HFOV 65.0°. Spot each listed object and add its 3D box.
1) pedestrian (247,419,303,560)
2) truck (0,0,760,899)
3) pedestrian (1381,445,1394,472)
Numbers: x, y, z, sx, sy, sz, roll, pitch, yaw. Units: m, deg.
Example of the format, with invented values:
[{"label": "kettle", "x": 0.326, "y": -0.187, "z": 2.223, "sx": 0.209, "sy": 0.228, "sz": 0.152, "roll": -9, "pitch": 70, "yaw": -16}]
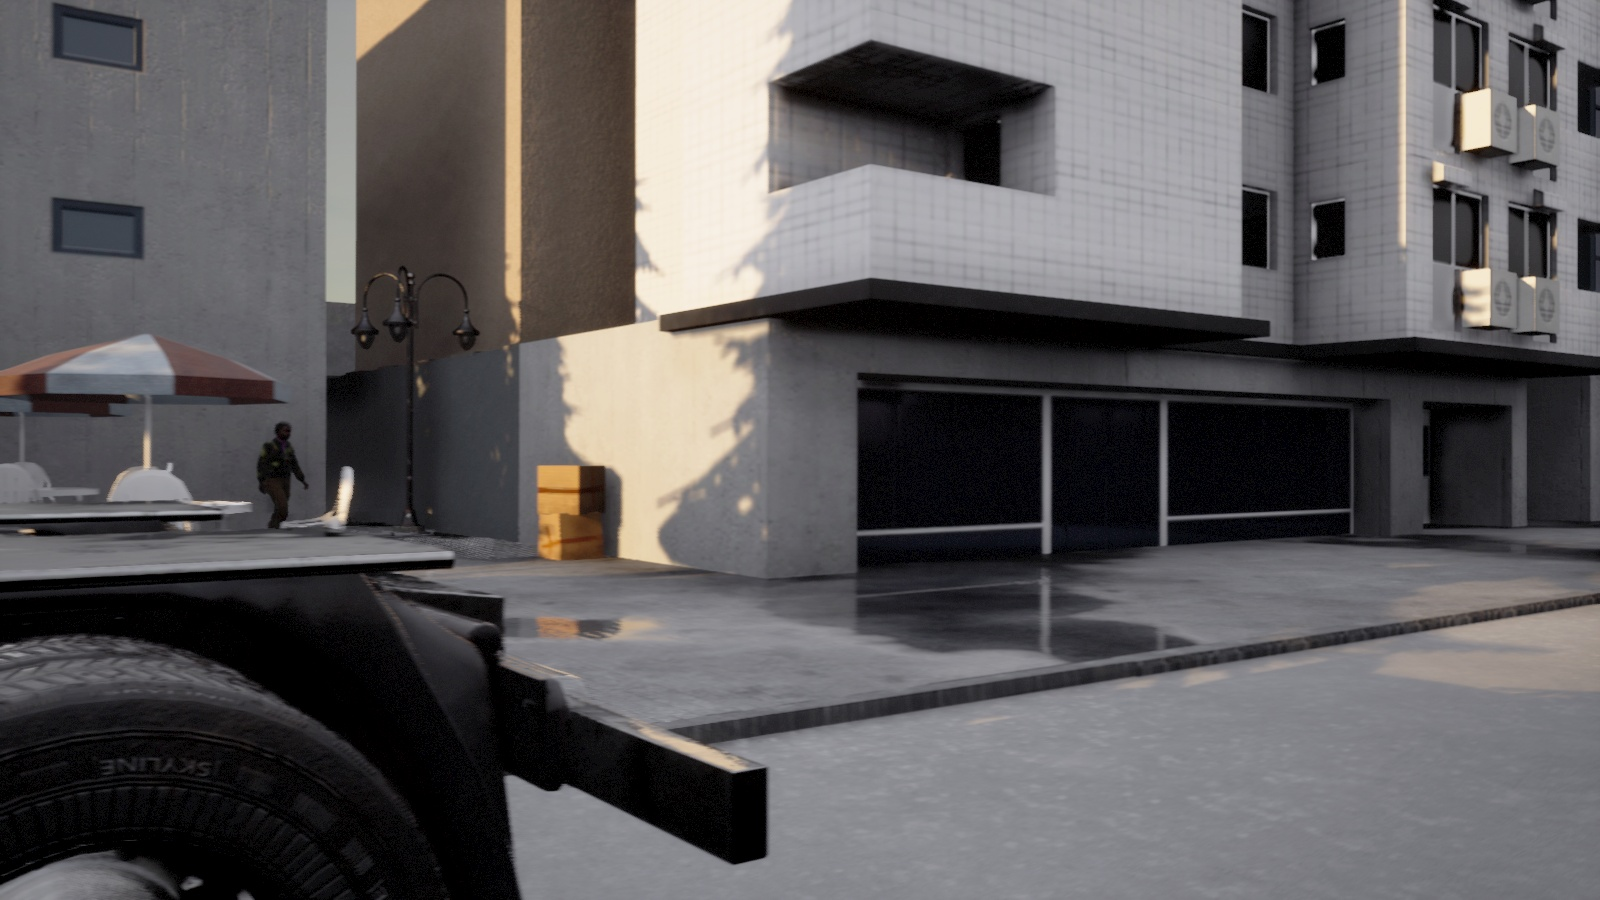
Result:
[{"label": "pedestrian", "x": -7.340, "y": 0.537, "z": 17.564, "sx": 0.692, "sy": 1.930, "sz": 0.395, "roll": 0, "pitch": 0, "yaw": 32}, {"label": "truck", "x": -4.143, "y": -0.224, "z": 1.326, "sx": 7.936, "sy": 3.462, "sz": 2.891, "roll": 0, "pitch": 0, "yaw": -36}, {"label": "pedestrian", "x": 40.655, "y": 0.586, "z": 86.867, "sx": 0.402, "sy": 1.842, "sz": 0.726, "roll": 0, "pitch": 0, "yaw": -32}]
